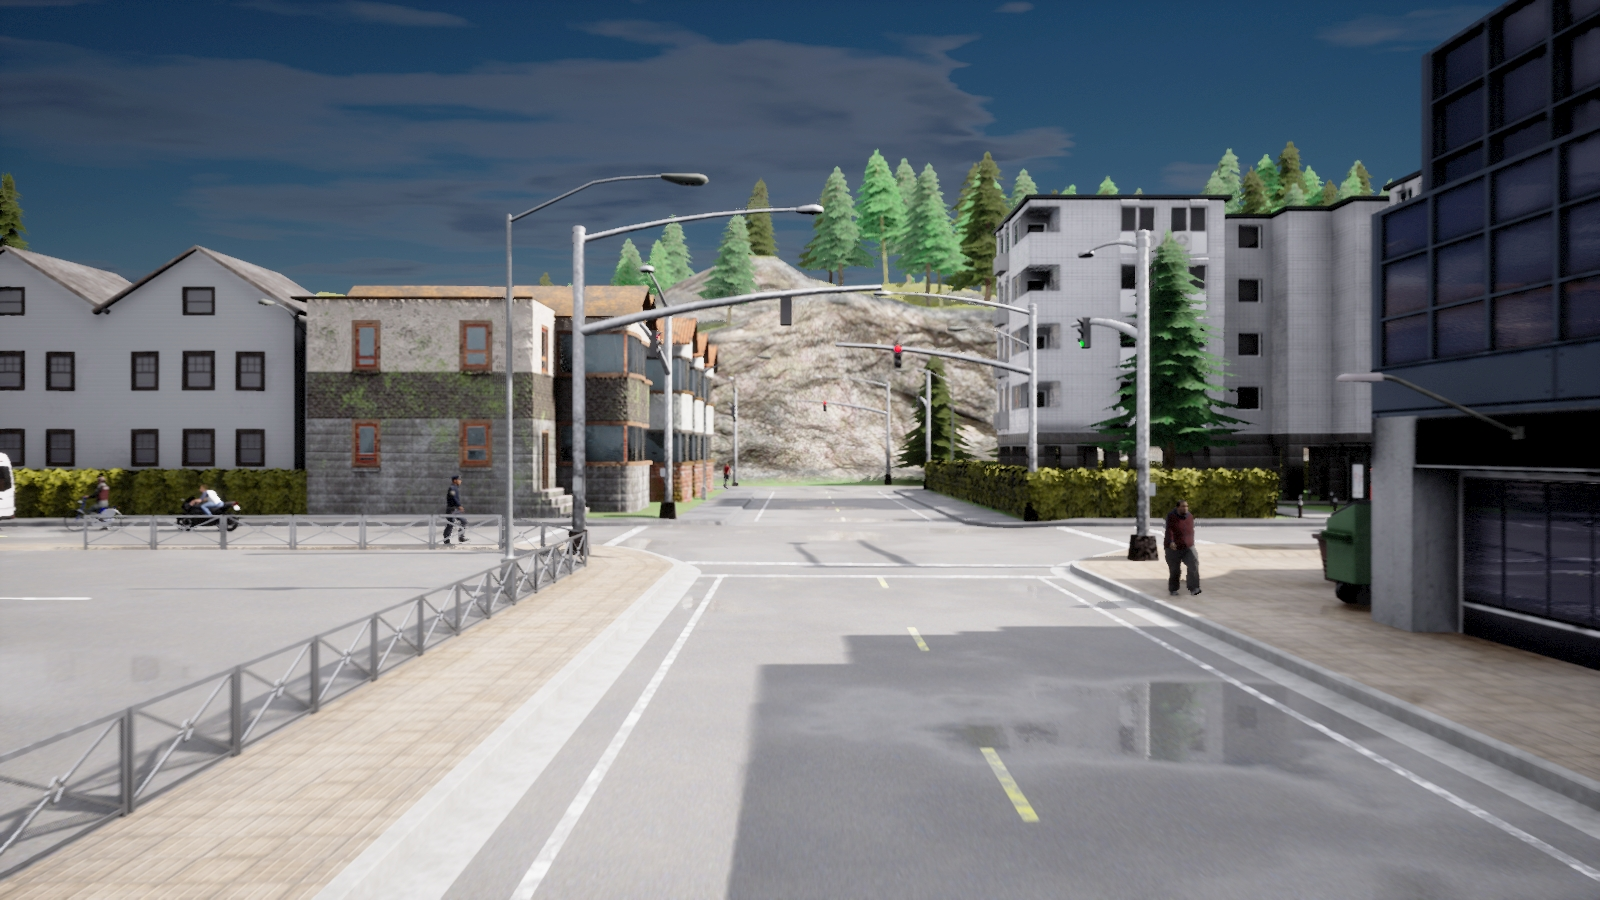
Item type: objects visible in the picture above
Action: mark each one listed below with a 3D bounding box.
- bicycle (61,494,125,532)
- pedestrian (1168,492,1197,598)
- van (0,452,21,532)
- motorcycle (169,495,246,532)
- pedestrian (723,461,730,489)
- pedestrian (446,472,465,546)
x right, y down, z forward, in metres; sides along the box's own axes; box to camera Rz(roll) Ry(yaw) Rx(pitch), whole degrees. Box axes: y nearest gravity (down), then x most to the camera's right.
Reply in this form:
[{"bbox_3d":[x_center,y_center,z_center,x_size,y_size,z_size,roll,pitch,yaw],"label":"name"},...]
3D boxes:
[{"bbox_3d":[-22.629,2.018,36.588,1.835,1.171,0.329,0,0,0],"label":"bicycle"},{"bbox_3d":[6.815,1.678,20.359,0.375,1.860,0.375,0,0,-5],"label":"pedestrian"},{"bbox_3d":[-28.557,1.342,36.543,5.915,2.561,1.988,0,0,0],"label":"van"},{"bbox_3d":[-18.937,2.020,36.532,2.033,1.145,0.803,0,0,0],"label":"motorcycle"},{"bbox_3d":[-4.939,1.683,76.930,0.375,1.860,0.375,0,0,-17],"label":"pedestrian"},{"bbox_3d":[-8.778,1.504,29.085,0.375,1.860,0.375,0,0,0],"label":"pedestrian"}]
